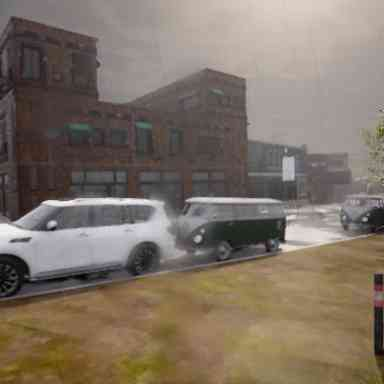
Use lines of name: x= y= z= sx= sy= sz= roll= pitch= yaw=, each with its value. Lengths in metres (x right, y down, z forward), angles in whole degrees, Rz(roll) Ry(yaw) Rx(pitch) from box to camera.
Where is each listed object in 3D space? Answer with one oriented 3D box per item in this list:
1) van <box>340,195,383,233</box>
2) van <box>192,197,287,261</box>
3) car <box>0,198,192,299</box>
van: x=9.983 y=1.180 z=18.885 sx=4.442 sy=1.987 sz=1.878 roll=1 pitch=0 yaw=-44
van: x=1.390 y=1.189 z=11.723 sx=4.442 sy=1.987 sz=1.878 roll=1 pitch=0 yaw=-39
car: x=-3.022 y=1.178 z=8.435 sx=5.566 sy=2.045 sz=2.435 roll=1 pitch=0 yaw=-38
